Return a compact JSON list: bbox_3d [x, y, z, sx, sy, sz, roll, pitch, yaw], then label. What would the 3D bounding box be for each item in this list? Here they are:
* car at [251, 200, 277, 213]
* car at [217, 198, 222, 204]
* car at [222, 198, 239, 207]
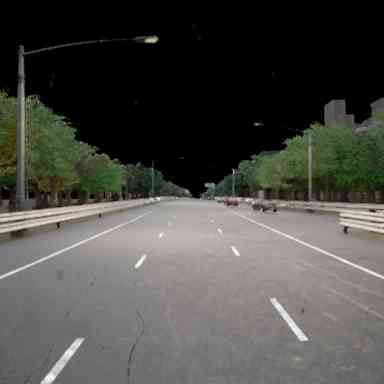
[{"bbox_3d":[8.957,1.772,41.409,1.837,1.490,4.892,-1,0,-11],"label":"car"},{"bbox_3d":[7.022,2.130,80.938,1.895,1.301,4.718,0,0,0],"label":"car"},{"bbox_3d":[6.921,1.846,58.431,1.882,1.535,5.008,0,0,-2],"label":"car"}]
